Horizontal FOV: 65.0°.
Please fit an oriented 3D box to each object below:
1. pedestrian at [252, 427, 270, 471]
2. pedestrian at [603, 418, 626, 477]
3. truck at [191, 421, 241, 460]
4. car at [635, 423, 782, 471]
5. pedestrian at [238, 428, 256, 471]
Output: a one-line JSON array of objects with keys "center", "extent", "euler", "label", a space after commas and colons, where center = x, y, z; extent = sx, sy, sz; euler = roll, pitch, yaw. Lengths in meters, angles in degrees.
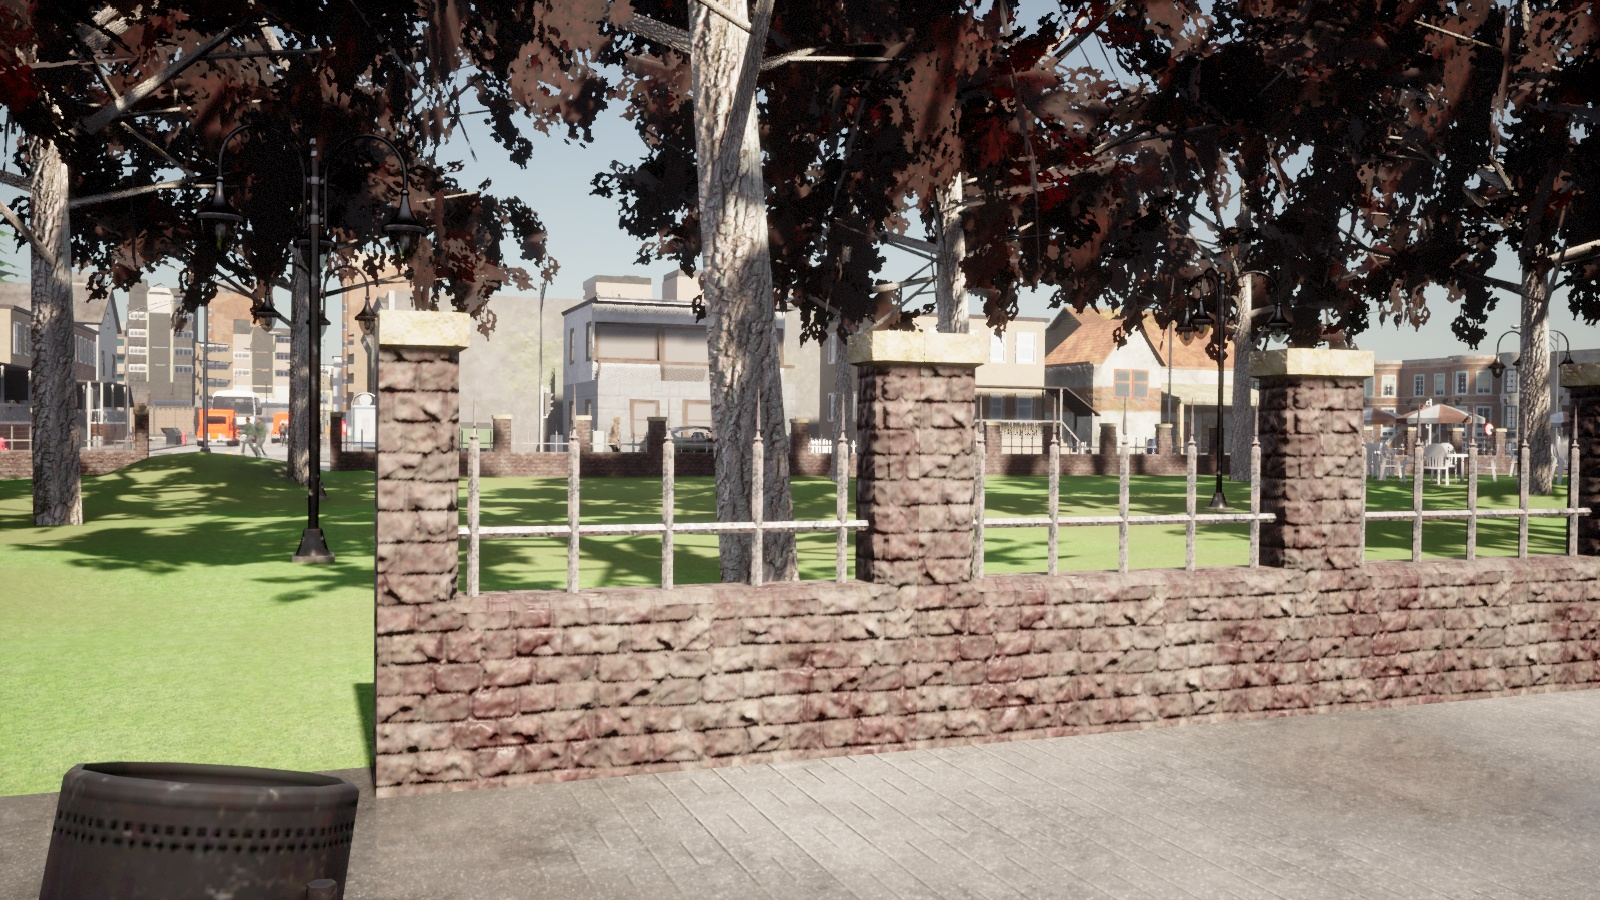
[{"center": [-22.816, -0.031, 53.164], "extent": [0.353, 1.847, 0.614], "euler": [0, 1, 27], "label": "pedestrian"}, {"center": [-5.904, -0.079, 39.970], "extent": [0.634, 1.846, 0.331], "euler": [-1, 1, -21], "label": "pedestrian"}, {"center": [-38.848, -0.630, 83.644], "extent": [2.627, 2.467, 5.204], "euler": [-1, 1, -21], "label": "truck"}, {"center": [-3.410, -0.145, 46.649], "extent": [5.027, 1.651, 2.152], "euler": [-1, 1, -21], "label": "car"}, {"center": [-23.660, -0.026, 53.746], "extent": [0.614, 1.847, 0.353], "euler": [-1, 1, -39], "label": "pedestrian"}]
